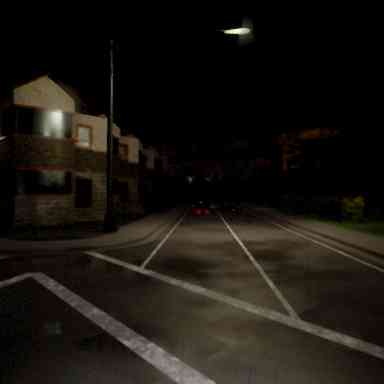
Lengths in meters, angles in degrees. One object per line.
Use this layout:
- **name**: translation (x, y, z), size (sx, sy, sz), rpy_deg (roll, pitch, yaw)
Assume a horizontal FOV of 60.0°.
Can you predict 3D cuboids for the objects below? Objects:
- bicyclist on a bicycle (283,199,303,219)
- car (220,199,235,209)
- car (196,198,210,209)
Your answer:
- **bicyclist on a bicycle**: translation (8.210, 1.367, 27.084), size (1.656, 1.620, 0.582), rpy_deg (0, 0, 2)
- **car**: translation (4.993, 1.651, 46.853), size (2.033, 1.411, 5.357), rpy_deg (0, 0, 2)
- **car**: translation (1.526, 1.597, 47.471), size (2.128, 1.511, 4.902), rpy_deg (0, 0, 2)
